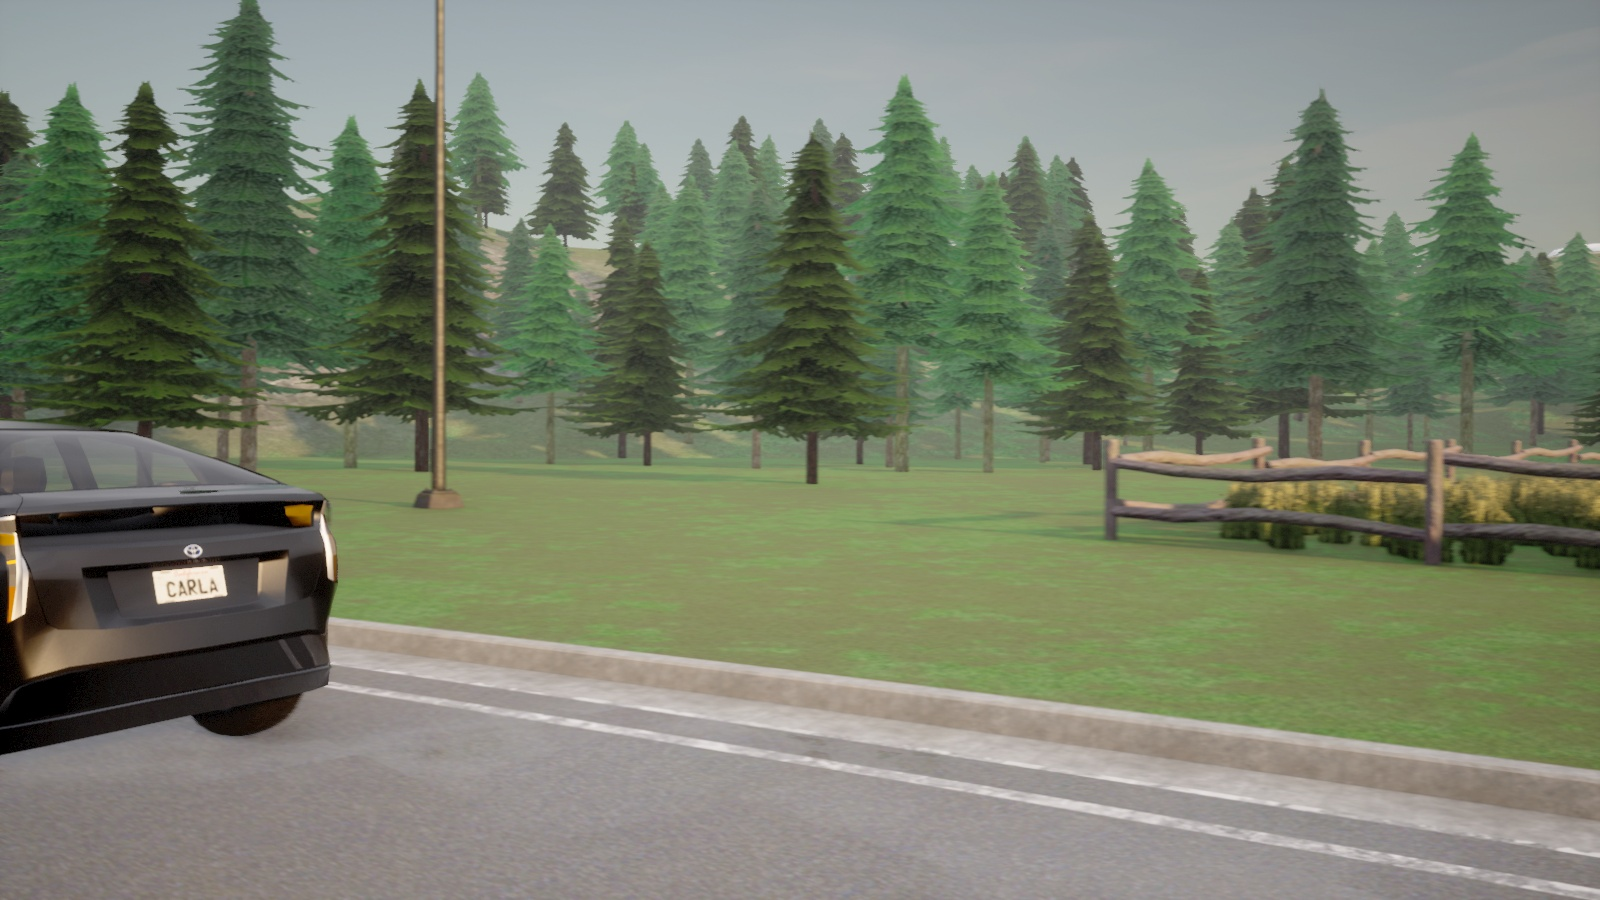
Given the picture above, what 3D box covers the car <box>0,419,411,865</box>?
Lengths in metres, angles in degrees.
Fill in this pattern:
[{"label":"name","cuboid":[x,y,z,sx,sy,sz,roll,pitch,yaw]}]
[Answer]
[{"label":"car","cuboid":[-4.289,0.653,6.130,4.514,1.525,2.007,0,1,30]}]
